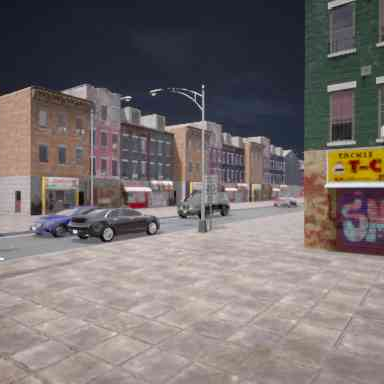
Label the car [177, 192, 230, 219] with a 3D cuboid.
[{"bbox_3d":[1.091,1.076,27.590,2.150,2.045,5.566,0,2,36],"label":"car"}]

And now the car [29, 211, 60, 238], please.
[{"bbox_3d":[-6.095,1.454,17.582,1.812,1.442,4.674,0,0,36],"label":"car"}]

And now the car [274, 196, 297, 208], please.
[{"bbox_3d":[12.156,1.294,42.951,1.812,1.442,4.674,0,0,36],"label":"car"}]

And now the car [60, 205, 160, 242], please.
[{"bbox_3d":[-3.580,1.443,16.193,1.837,1.490,4.892,0,0,36],"label":"car"}]
